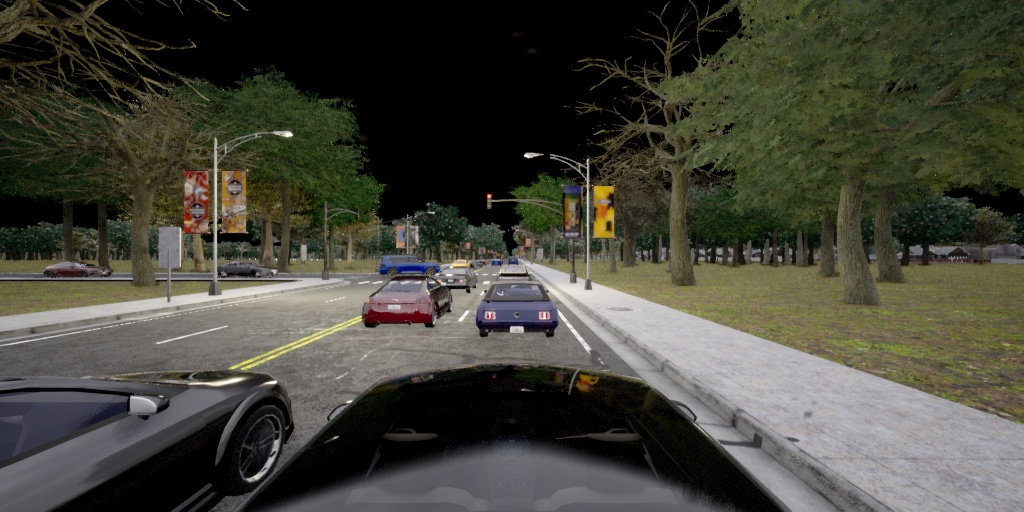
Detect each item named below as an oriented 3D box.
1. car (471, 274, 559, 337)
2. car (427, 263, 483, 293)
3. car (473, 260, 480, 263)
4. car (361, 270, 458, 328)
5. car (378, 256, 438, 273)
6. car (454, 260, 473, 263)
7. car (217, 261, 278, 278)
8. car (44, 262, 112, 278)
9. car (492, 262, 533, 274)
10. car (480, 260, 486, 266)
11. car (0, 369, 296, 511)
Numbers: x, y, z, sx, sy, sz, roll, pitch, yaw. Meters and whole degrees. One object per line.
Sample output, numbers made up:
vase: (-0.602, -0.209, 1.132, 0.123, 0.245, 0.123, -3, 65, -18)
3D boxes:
car: (0.123, 1.351, 10.190, 1.895, 1.301, 4.718, 0, 0, 0)
car: (-3.098, 1.300, 20.667, 2.033, 1.411, 5.357, 0, 0, 0)
car: (-6.435, 1.372, 54.872, 1.895, 1.301, 4.718, 0, 0, 0)
car: (-3.117, 1.315, 11.426, 1.994, 1.385, 4.181, 0, 0, -1)
car: (-9.323, 0.979, 32.926, 5.566, 2.045, 2.150, 0, 0, -17)
car: (-6.474, 1.242, 45.465, 1.882, 1.535, 5.008, 0, 0, 0)
car: (-23.298, 1.220, 31.552, 4.902, 1.511, 2.128, 0, 0, 0)
car: (-38.278, 1.241, 31.610, 4.674, 1.442, 1.812, 0, 0, 0)
car: (0.129, 1.244, 19.444, 2.128, 1.511, 4.902, 0, 0, 1)
car: (-6.376, 1.346, 64.929, 1.994, 1.385, 4.181, 0, 0, 0)
car: (-3.152, 1.314, 1.862, 1.994, 1.385, 4.181, 0, 0, 0)
